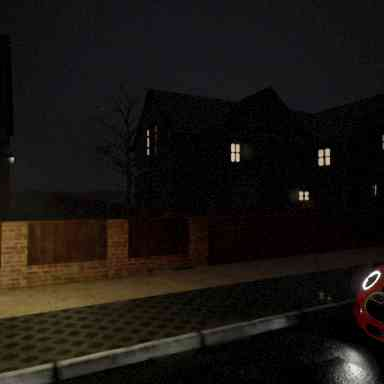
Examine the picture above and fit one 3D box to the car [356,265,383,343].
[{"bbox_3d":[4.771,1.336,5.205,4.553,1.767,2.097,0,0,-26],"label":"car"}]
